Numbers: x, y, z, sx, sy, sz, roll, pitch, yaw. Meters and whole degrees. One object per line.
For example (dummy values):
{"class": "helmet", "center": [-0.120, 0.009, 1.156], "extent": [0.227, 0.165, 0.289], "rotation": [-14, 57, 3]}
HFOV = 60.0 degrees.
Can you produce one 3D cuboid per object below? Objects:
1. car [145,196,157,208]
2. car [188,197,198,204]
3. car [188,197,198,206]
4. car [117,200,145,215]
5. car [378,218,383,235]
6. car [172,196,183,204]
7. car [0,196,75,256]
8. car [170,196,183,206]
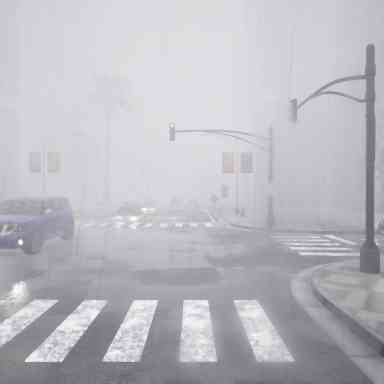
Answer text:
{"class": "car", "center": [-6.460, 1.615, 51.359], "extent": [2.128, 1.511, 4.902], "rotation": [0, 0, 0]}
{"class": "car", "center": [0.172, 1.705, 69.827], "extent": [2.033, 1.411, 5.357], "rotation": [0, -1, 0]}
{"class": "car", "center": [0.198, 1.791, 59.822], "extent": [1.895, 1.301, 4.718], "rotation": [0, 0, 1]}
{"class": "car", "center": [-6.514, 1.636, 34.832], "extent": [1.895, 1.301, 4.718], "rotation": [0, 0, 0]}
{"class": "car", "center": [11.613, 1.415, 16.127], "extent": [4.553, 1.767, 2.097], "rotation": [0, 0, 1]}
{"class": "car", "center": [-3.016, 1.641, 70.631], "extent": [2.097, 1.767, 4.553], "rotation": [0, -1, 0]}
{"class": "car", "center": [-6.561, 1.210, 13.491], "extent": [2.150, 2.045, 5.566], "rotation": [0, 0, 0]}
{"class": "car", "center": [-3.001, 1.739, 60.056], "extent": [2.033, 1.411, 5.357], "rotation": [0, 0, 0]}
